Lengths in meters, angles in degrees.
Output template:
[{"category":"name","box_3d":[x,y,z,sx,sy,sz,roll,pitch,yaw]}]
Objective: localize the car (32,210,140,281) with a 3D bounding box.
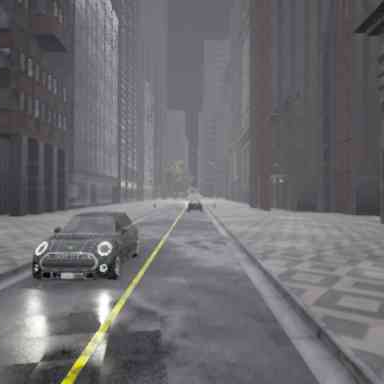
[{"category":"car","box_3d":[-2.941,1.408,10.152,2.097,1.767,4.553,0,0,1]}]

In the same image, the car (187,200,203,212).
[{"category":"car","box_3d":[0.402,1.759,43.054,1.882,1.535,5.008,0,0,0]}]
